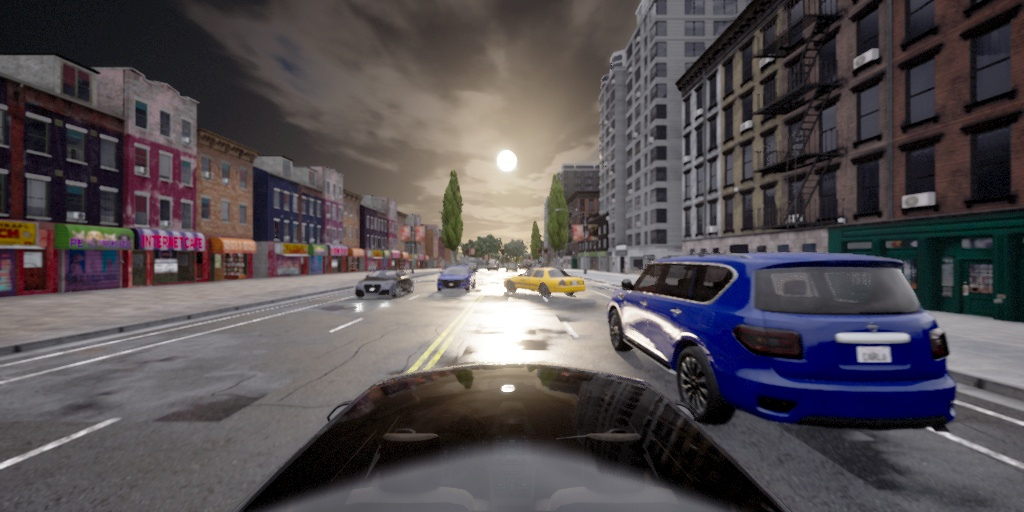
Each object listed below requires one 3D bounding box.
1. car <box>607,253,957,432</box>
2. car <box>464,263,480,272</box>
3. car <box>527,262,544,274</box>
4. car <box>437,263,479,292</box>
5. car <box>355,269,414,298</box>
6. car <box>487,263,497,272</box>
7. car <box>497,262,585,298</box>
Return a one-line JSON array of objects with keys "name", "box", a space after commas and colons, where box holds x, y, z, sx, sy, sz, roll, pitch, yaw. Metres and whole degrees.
[{"name": "car", "box": [3.245, 0.990, 5.900, 2.150, 2.045, 5.566, 0, 0, 0]}, {"name": "car", "box": [-6.639, 1.872, 59.765, 2.128, 1.511, 4.902, 0, -1, 0]}, {"name": "car", "box": [3.192, 1.614, 49.879, 2.033, 1.649, 4.856, 0, -1, 0]}, {"name": "car", "box": [-3.374, 1.328, 22.385, 1.882, 1.535, 5.008, 0, 0, 0]}, {"name": "car", "box": [-6.620, 1.396, 18.987, 1.994, 1.385, 4.181, 0, 0, 0]}, {"name": "car", "box": [-3.374, 1.999, 62.999, 2.033, 1.411, 5.357, 0, -1, 1]}, {"name": "car", "box": [1.523, 1.290, 19.336, 1.801, 1.575, 5.366, 0, 0, -35]}]
